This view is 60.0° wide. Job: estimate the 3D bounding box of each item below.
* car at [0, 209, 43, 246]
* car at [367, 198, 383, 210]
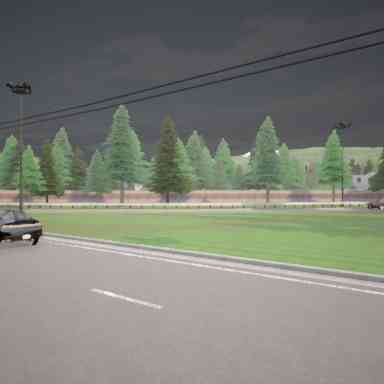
[{"bbox_3d":[-8.269,1.492,14.066,4.902,1.511,2.128,0,0,36],"label":"car"},{"bbox_3d":[24.282,1.509,41.469,5.008,1.535,1.882,0,0,-14],"label":"car"}]
